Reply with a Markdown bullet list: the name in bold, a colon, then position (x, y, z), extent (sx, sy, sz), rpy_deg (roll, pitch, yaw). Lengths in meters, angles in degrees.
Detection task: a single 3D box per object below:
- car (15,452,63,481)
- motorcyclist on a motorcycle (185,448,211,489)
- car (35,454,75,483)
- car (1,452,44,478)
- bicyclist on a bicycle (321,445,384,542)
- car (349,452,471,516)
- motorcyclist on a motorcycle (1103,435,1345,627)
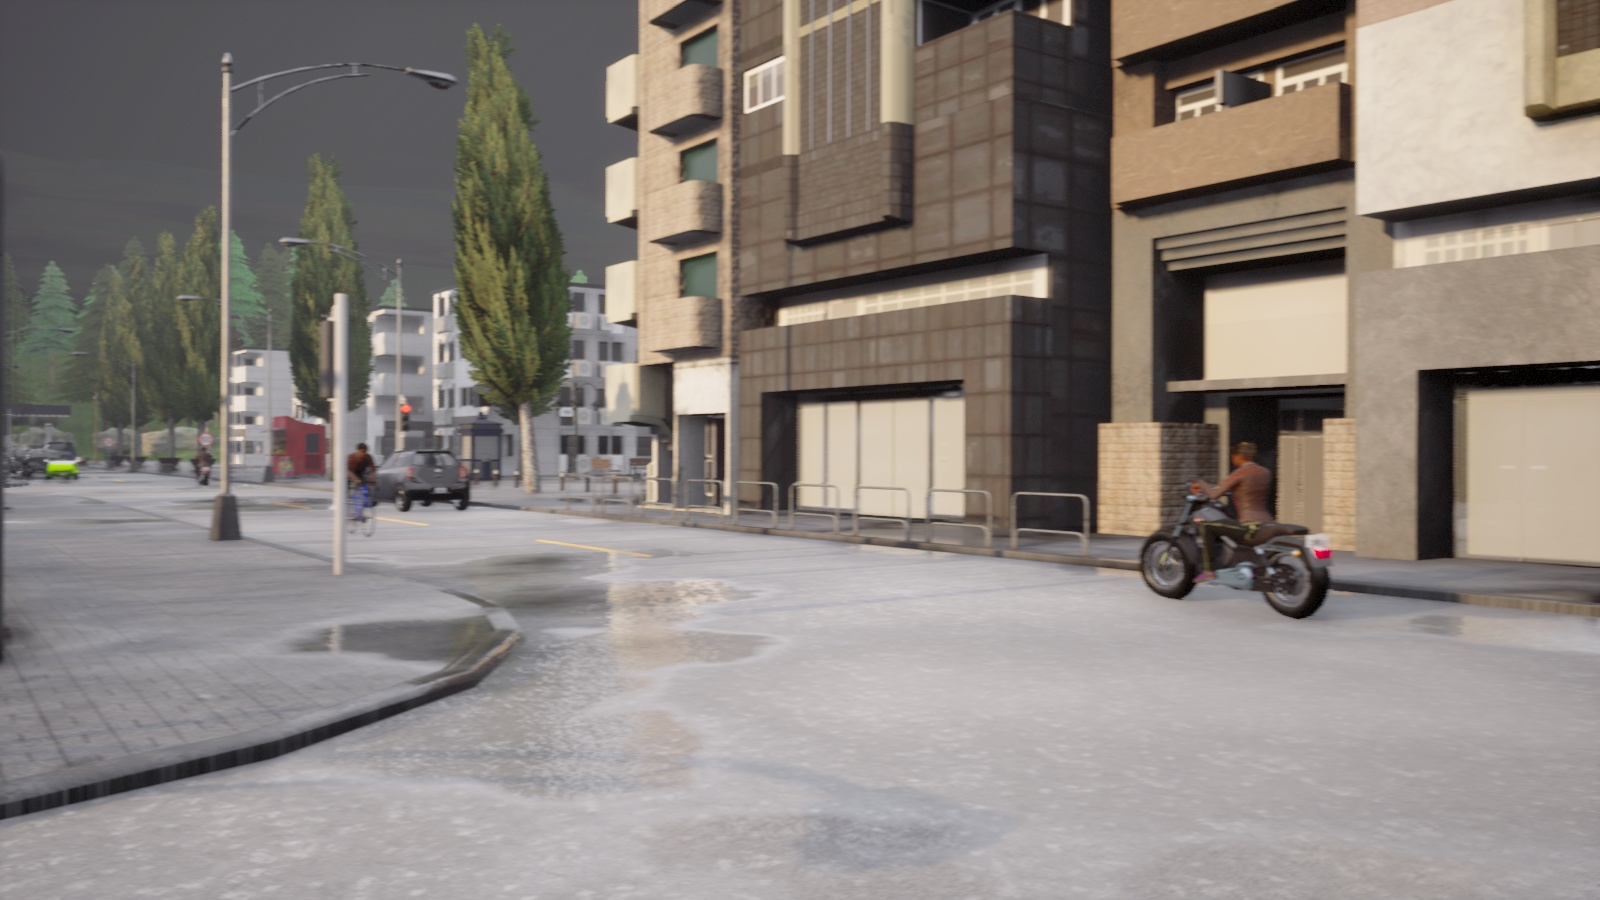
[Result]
- **car**: position (-40.832, 0.851, 67.311), extent (1.837, 1.490, 4.892), rpy_deg (0, 0, -36)
- **motorcyclist on a motorcycle**: position (-25.181, 0.767, 52.503), extent (0.766, 1.649, 2.350), rpy_deg (-1, 0, -31)
- **car**: position (-36.035, 0.890, 60.721), extent (1.481, 1.376, 2.207), rpy_deg (0, 0, -36)
- **car**: position (-46.728, 0.864, 75.456), extent (1.837, 1.490, 4.892), rpy_deg (0, 0, -36)
- **bicyclist on a bicycle**: position (-7.776, 0.724, 21.788), extent (0.582, 1.620, 1.656), rpy_deg (0, 0, -36)
- **car**: position (-9.777, 0.795, 31.342), extent (1.845, 1.501, 3.633), rpy_deg (0, 0, -36)
- **motorcyclist on a motorcycle**: position (3.978, 0.701, 12.042), extent (0.766, 1.649, 2.350), rpy_deg (-1, 0, -25)
